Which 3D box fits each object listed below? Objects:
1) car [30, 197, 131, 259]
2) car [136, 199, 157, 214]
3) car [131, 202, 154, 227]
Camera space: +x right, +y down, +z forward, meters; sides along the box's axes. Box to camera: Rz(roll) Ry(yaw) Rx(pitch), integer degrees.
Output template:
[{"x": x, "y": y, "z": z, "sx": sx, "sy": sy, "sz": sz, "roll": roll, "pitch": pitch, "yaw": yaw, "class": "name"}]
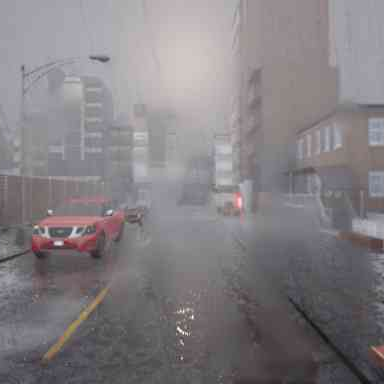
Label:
[{"x": -4.096, "y": 1.222, "z": 12.983, "sx": 2.150, "sy": 2.045, "sz": 5.566, "roll": 0, "pitch": 0, "yaw": 0, "class": "car"}, {"x": -3.994, "y": 1.314, "z": 28.279, "sx": 1.882, "sy": 1.535, "sz": 5.008, "roll": 0, "pitch": 0, "yaw": 0, "class": "car"}, {"x": -4.078, "y": 1.602, "z": 23.183, "sx": 1.895, "sy": 1.301, "sz": 4.718, "roll": 0, "pitch": 0, "yaw": 0, "class": "car"}]
